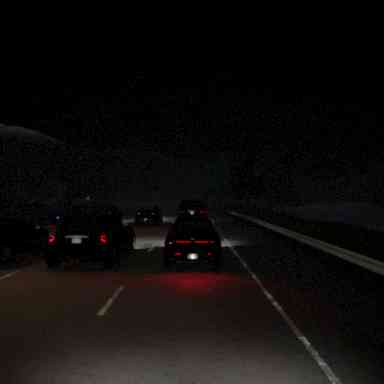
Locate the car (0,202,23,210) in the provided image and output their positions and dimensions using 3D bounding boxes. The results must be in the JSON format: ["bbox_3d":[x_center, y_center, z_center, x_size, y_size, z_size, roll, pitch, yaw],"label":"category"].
[{"bbox_3d":[-28.541,2.305,54.165,2.033,1.411,5.357,0,-1,-4],"label":"car"}]

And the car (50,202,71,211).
[{"bbox_3d":[-21.652,2.330,54.793,1.994,1.385,4.181,0,-1,-4],"label":"car"}]

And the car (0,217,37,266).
[{"bbox_3d":[-6.959,1.679,12.260,1.837,1.490,4.892,0,0,0],"label":"car"}]

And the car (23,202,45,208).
[{"bbox_3d":[-25.085,2.282,54.029,1.812,1.442,4.674,0,-1,-4],"label":"car"}]

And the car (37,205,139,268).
[{"bbox_3d":[-3.459,1.523,12.154,2.097,1.767,4.553,0,-1,1],"label":"car"}]

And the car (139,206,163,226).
[{"bbox_3d":[-3.461,1.873,27.231,2.128,1.511,4.902,0,-1,0],"label":"car"}]

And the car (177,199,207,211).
[{"bbox_3d":[0.027,1.589,26.126,2.150,2.045,5.566,0,-1,1],"label":"car"}]

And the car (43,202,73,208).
[{"bbox_3d":[-10.451,1.876,28.428,1.882,1.535,5.008,0,0,1],"label":"car"}]

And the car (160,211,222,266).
[{"bbox_3d":[0.041,1.679,12.269,1.837,1.490,4.892,0,0,0],"label":"car"}]
